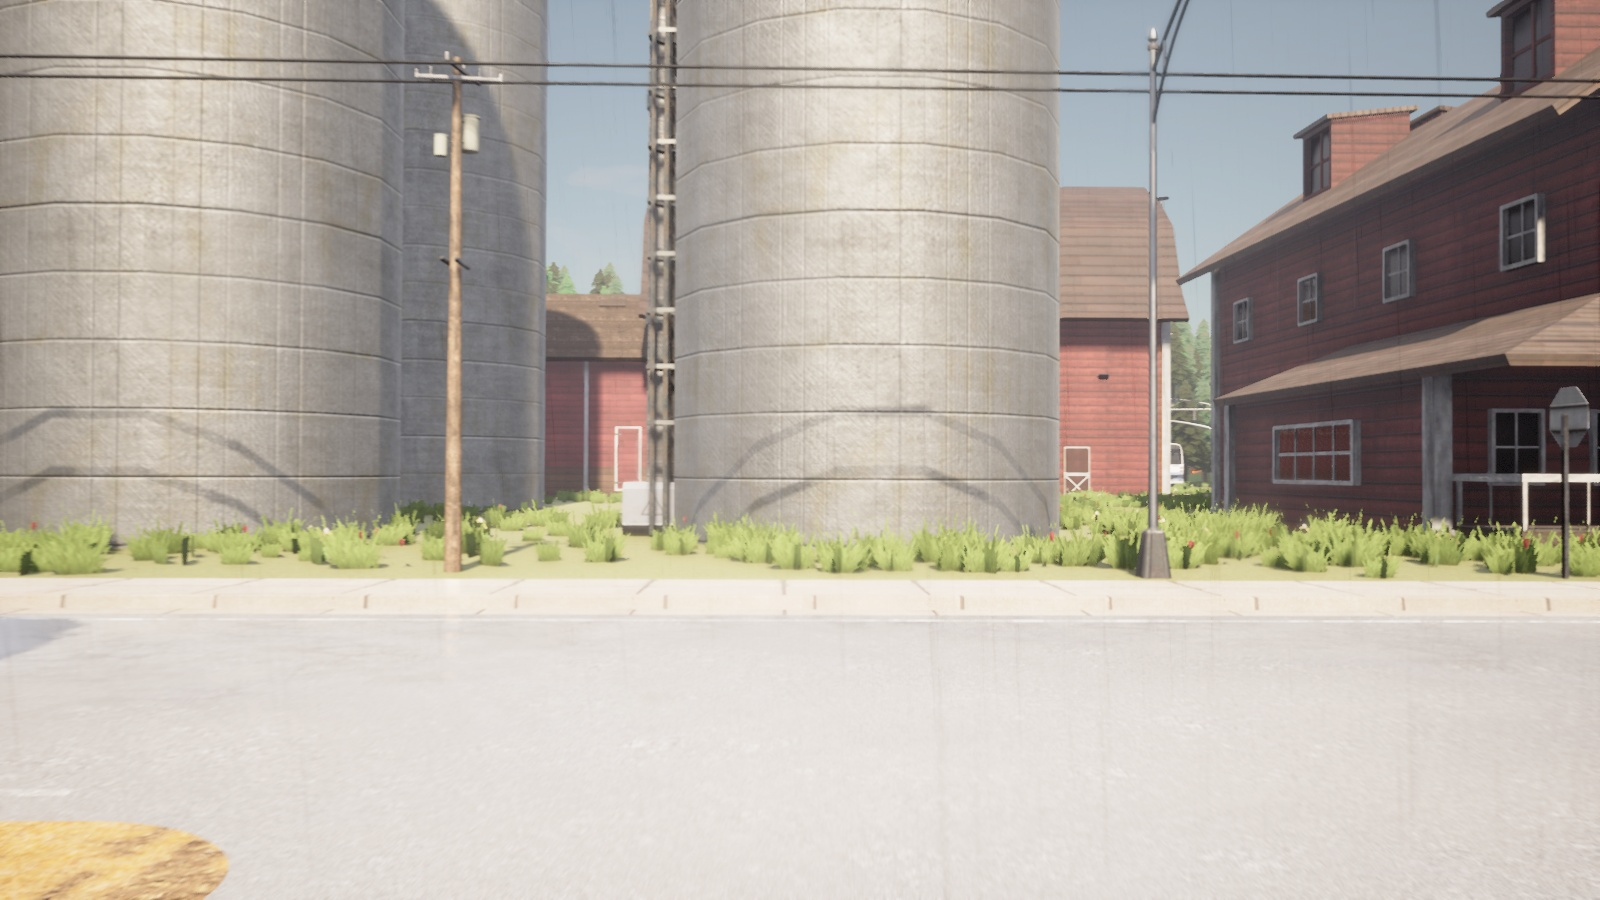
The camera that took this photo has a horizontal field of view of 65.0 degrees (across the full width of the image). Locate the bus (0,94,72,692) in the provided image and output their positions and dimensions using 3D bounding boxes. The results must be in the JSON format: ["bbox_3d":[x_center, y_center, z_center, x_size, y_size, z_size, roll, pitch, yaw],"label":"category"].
[{"bbox_3d":[-10.801,-0.390,7.769,10.273,4.253,3.944,0,-1,-1],"label":"bus"}]
